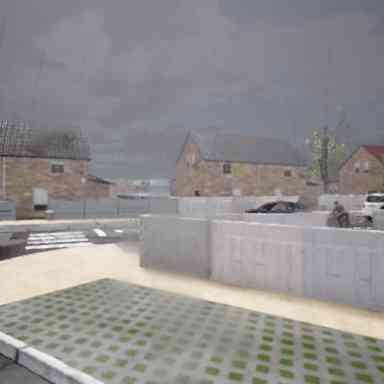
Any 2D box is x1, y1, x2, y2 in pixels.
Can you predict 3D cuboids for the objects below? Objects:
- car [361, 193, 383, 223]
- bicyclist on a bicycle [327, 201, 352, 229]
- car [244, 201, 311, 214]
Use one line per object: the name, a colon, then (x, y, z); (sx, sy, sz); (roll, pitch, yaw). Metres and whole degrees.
car: (14.353, 1.131, 23.030); (5.566, 2.045, 2.150); (0, 1, -23)
bicyclist on a bicycle: (7.389, 1.291, 16.753); (0.582, 1.620, 1.656); (0, 1, -24)
car: (5.732, 1.366, 22.435); (4.892, 1.490, 1.837); (0, 1, -24)
